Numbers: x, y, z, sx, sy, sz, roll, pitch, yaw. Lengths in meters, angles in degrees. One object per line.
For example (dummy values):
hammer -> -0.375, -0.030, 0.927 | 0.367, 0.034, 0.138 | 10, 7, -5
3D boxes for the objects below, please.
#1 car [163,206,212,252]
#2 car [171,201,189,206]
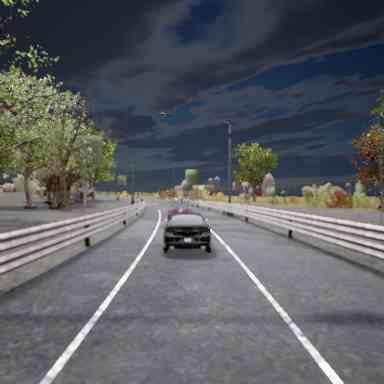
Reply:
car -> -0.243, 1.611, 14.591 | 1.882, 1.535, 5.008 | 0, 0, -2
car -> -1.086, 1.609, 29.236 | 2.097, 1.767, 4.553 | 0, -1, -4
